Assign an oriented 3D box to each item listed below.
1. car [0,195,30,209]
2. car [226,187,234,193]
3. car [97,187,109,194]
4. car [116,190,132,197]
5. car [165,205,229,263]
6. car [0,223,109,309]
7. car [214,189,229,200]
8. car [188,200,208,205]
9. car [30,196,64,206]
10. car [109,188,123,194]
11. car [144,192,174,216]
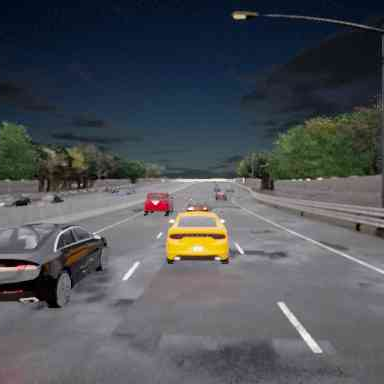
[{"bbox_3d":[-20.400,1.163,38.365,2.128,1.511,4.902,0,1,2],"label":"car"},{"bbox_3d":[10.244,-0.517,88.822,1.994,1.385,4.181,0,2,5],"label":"car"},{"bbox_3d":[-21.188,-0.413,78.990,2.128,1.511,4.902,0,2,1],"label":"car"},{"bbox_3d":[-12.417,0.553,60.413,1.882,1.535,5.008,0,2,4],"label":"car"},{"bbox_3d":[0.184,1.432,11.827,1.882,1.535,5.008,0,0,1],"label":"car"},{"bbox_3d":[-3.354,1.469,7.795,2.128,1.511,4.902,0,0,0],"label":"car"},{"bbox_3d":[5.012,0.652,58.021,1.812,1.442,4.674,0,2,3],"label":"car"},{"bbox_3d":[0.526,1.401,29.998,1.895,1.301,4.718,0,1,1],"label":"car"},{"bbox_3d":[-16.861,1.172,39.570,1.812,1.442,4.674,0,1,2],"label":"car"},{"bbox_3d":[-18.235,-0.183,80.144,1.895,1.301,4.718,0,2,4],"label":"car"},{"bbox_3d":[-2.965,1.017,30.354,2.150,2.045,5.566,0,1,1],"label":"car"}]
